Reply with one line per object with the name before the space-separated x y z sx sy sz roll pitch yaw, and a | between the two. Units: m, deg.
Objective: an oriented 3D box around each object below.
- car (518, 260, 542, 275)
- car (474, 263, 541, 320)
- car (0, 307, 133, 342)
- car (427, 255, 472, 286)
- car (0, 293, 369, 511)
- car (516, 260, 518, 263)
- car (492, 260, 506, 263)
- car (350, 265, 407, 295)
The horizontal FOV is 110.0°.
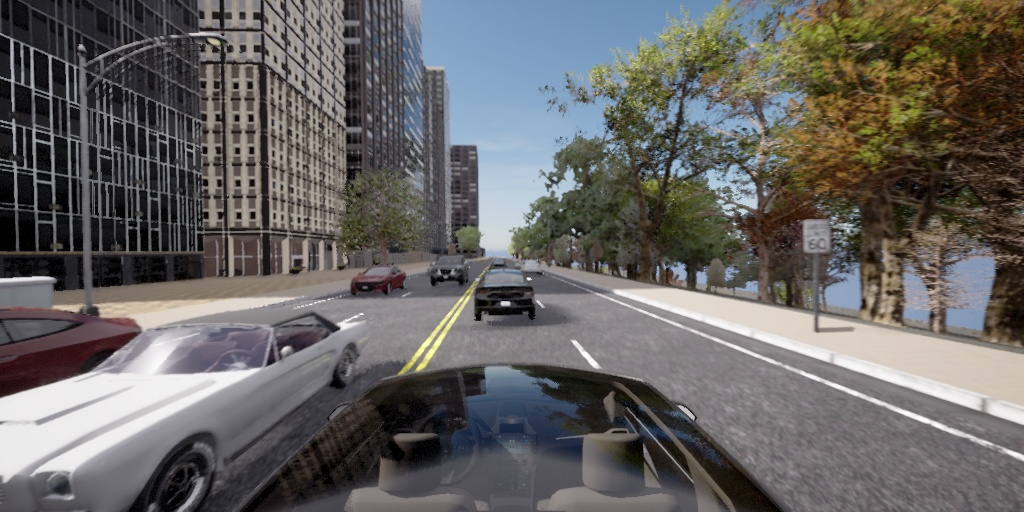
car | 1.925 1.155 36.322 1.812 1.442 4.674 -1 0 -2
car | -0.293 1.200 12.693 1.882 1.535 5.008 -1 0 -2
car | -6.625 1.354 3.786 1.812 1.442 4.674 -1 0 -1
car | -4.274 0.959 25.296 2.150 2.045 5.566 -1 0 -2
car | -3.393 1.387 4.157 1.895 1.301 4.718 -1 0 -2
car | 1.363 1.207 49.359 1.895 1.301 4.718 -1 0 -2
car | -1.375 1.175 37.534 1.837 1.490 4.892 -1 1 -2
car | -7.309 1.268 20.084 1.882 1.535 5.008 -1 0 -2
